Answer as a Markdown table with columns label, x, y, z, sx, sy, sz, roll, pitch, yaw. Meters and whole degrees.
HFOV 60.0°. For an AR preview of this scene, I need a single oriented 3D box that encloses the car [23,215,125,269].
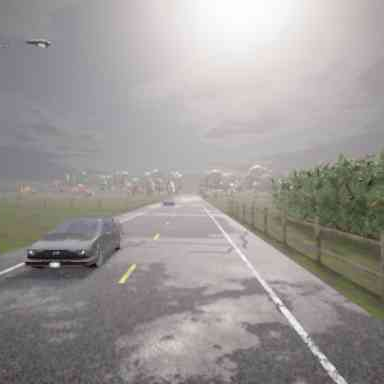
| label | x | y | z | sx | sy | sz | roll | pitch | yaw |
| --- | --- | --- | --- | --- | --- | --- | --- | --- | --- |
| car | -3.597 | 1.529 | 11.386 | 2.033 | 1.411 | 5.357 | 0 | 0 | 0 |

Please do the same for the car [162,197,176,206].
| label | x | y | z | sx | sy | sz | roll | pitch | yaw |
| --- | --- | --- | --- | --- | --- | --- | --- | --- | --- |
| car | -3.559 | 1.462 | 52.110 | 2.033 | 1.411 | 5.357 | 0 | 0 | 0 |
